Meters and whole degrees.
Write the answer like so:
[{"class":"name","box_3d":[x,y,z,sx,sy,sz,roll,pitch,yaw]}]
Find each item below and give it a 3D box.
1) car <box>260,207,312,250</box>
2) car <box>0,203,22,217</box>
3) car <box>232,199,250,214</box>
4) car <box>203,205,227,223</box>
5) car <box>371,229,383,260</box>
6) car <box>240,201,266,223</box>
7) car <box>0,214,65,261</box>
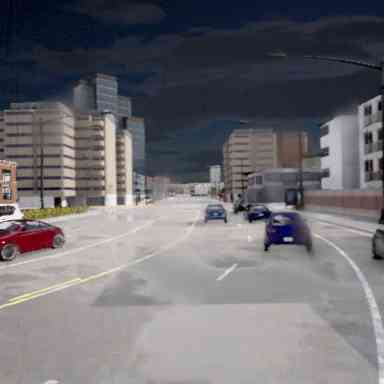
[{"class":"car","box_3d":[4.044,1.587,14.464,1.812,1.442,4.674,-1,-1,13]},{"class":"car","box_3d":[-10.242,1.557,15.219,2.150,2.045,5.566,-1,0,15]},{"class":"car","box_3d":[5.895,1.607,38.854,2.097,1.767,4.553,-1,-1,2]},{"class":"car","box_3d":[1.940,1.774,27.916,2.033,1.411,5.357,-1,-1,3]},{"class":"car","box_3d":[6.405,1.494,9.388,1.812,1.442,4.674,-1,-1,18]},{"class":"car","box_3d":[5.412,1.722,27.512,1.994,1.385,4.181,-1,0,3]},{"class":"car","box_3d":[-7.117,1.824,13.434,1.994,1.385,4.181,-1,-1,17]}]
